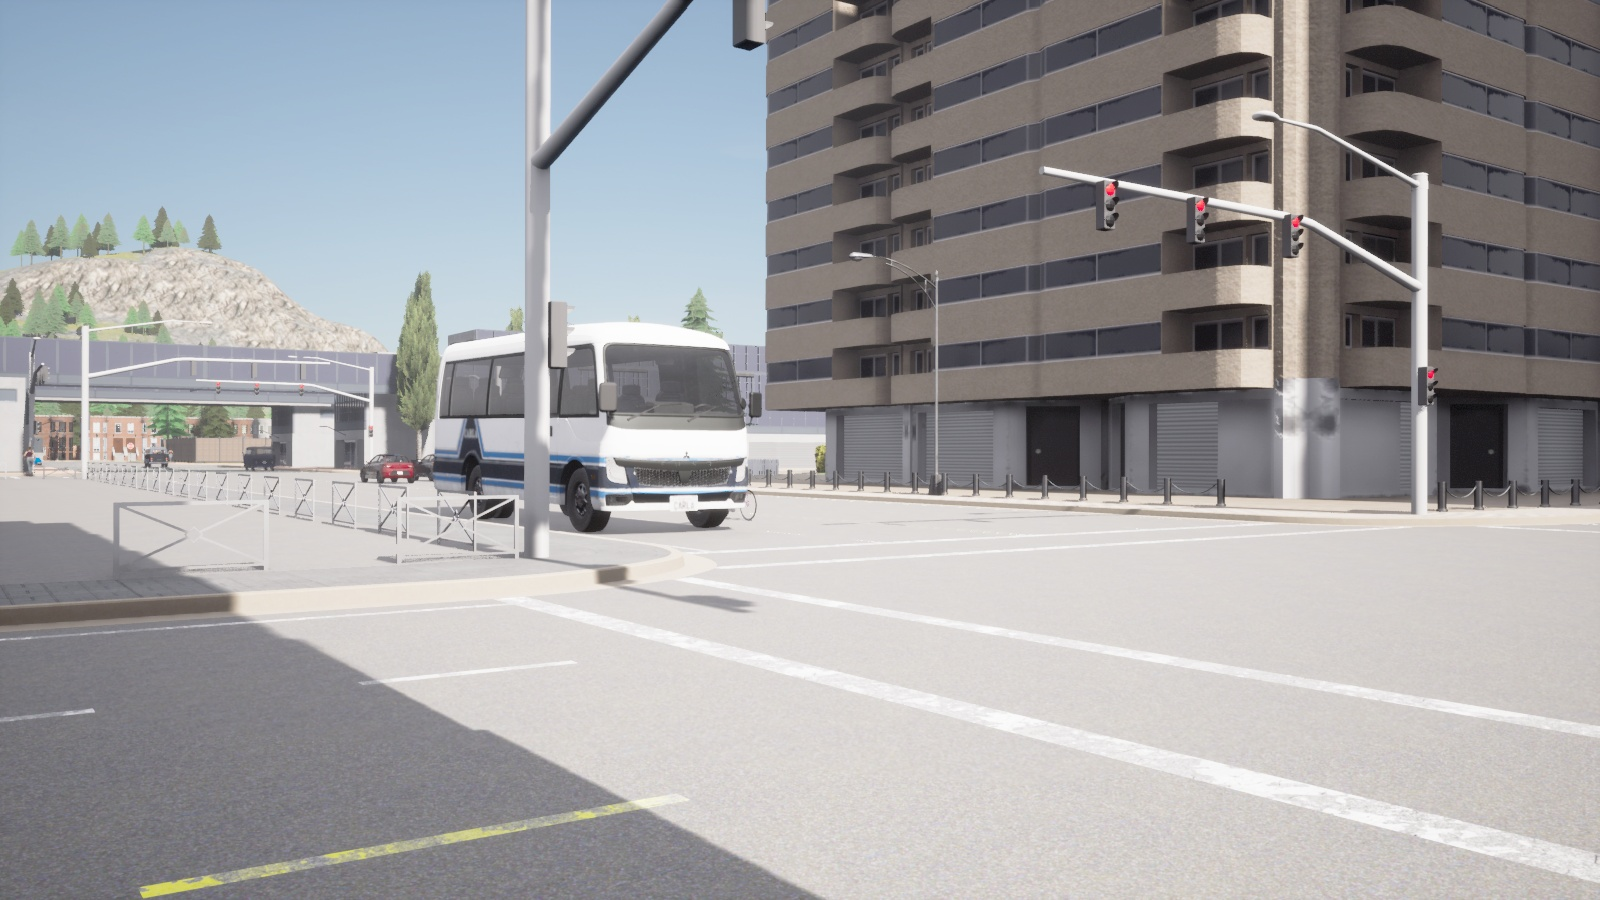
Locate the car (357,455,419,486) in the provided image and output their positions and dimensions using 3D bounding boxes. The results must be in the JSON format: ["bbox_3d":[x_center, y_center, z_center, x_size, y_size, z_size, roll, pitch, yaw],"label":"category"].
[{"bbox_3d":[-20.704,1.012,63.020,1.816,1.474,4.193,0,0,-35],"label":"car"}]

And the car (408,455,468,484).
[{"bbox_3d":[-19.461,1.020,67.379,1.816,1.474,4.193,0,0,-35],"label":"car"}]

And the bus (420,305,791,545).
[{"bbox_3d":[-4.730,-0.499,27.589,3.944,4.253,10.273,0,1,-35],"label":"bus"}]
